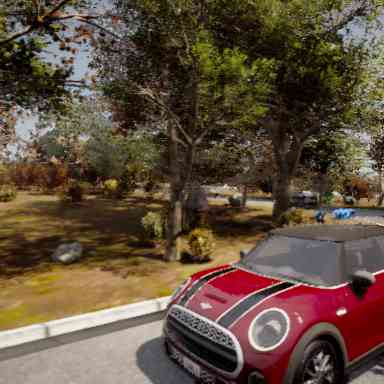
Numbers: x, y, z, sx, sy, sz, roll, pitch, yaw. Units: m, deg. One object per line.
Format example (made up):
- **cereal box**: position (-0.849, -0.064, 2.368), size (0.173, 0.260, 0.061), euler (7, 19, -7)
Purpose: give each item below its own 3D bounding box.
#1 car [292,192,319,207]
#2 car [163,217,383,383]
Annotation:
- **car**: position (10.250, 0.669, 32.504), size (1.994, 1.385, 4.181), euler (1, 2, -34)
- **car**: position (1.818, 1.337, 5.006), size (4.553, 1.767, 2.097), euler (0, 0, -36)
